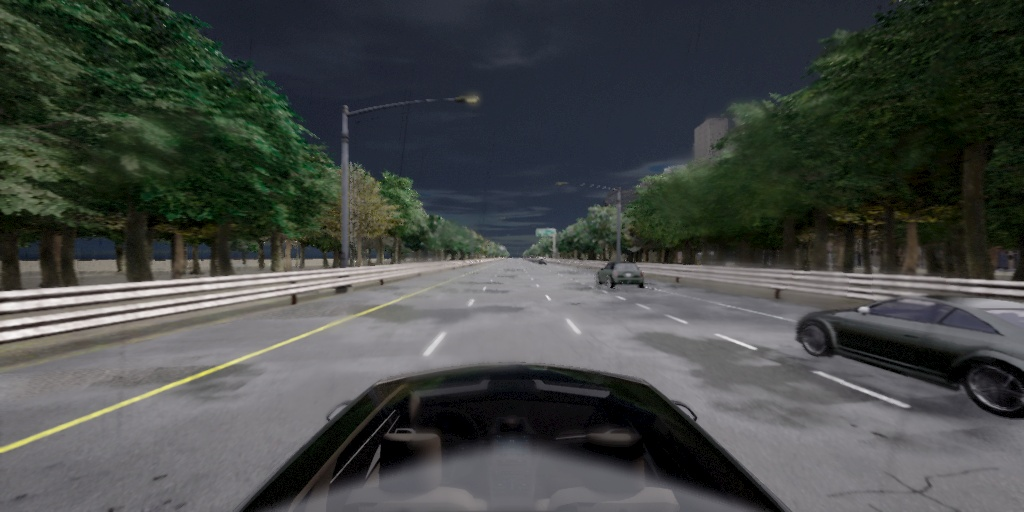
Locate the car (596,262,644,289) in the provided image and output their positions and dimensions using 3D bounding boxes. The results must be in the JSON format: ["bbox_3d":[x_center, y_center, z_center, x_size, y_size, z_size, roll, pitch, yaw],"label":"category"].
[{"bbox_3d":[7.025,1.149,23.762,2.097,1.767,4.553,0,0,0],"label":"car"}]

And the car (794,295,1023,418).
[{"bbox_3d":[7.001,1.325,5.895,1.994,1.385,4.181,0,0,0],"label":"car"}]
